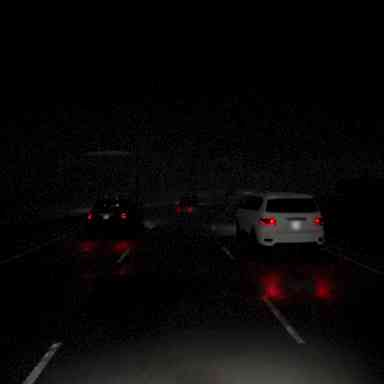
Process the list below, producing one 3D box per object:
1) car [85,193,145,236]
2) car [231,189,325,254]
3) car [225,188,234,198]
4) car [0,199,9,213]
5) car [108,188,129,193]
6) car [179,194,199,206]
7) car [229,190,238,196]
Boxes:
[{"bbox_3d":[-3.783,1.129,17.106,2.097,1.767,4.553,0,1,2],"label":"car"},{"bbox_3d":[3.077,1.018,12.677,2.150,2.045,5.566,-1,1,-1],"label":"car"},{"bbox_3d":[8.157,0.158,70.724,2.150,2.045,5.566,0,1,10],"label":"car"},{"bbox_3d":[-18.147,1.194,28.727,2.128,1.511,4.902,0,1,12],"label":"car"},{"bbox_3d":[-10.854,0.398,48.895,2.150,2.045,5.566,0,1,10],"label":"car"},{"bbox_3d":[-0.362,0.933,41.351,1.812,1.442,4.674,0,1,10],"label":"car"},{"bbox_3d":[10.806,0.222,85.996,2.128,1.511,4.902,0,1,10],"label":"car"}]
